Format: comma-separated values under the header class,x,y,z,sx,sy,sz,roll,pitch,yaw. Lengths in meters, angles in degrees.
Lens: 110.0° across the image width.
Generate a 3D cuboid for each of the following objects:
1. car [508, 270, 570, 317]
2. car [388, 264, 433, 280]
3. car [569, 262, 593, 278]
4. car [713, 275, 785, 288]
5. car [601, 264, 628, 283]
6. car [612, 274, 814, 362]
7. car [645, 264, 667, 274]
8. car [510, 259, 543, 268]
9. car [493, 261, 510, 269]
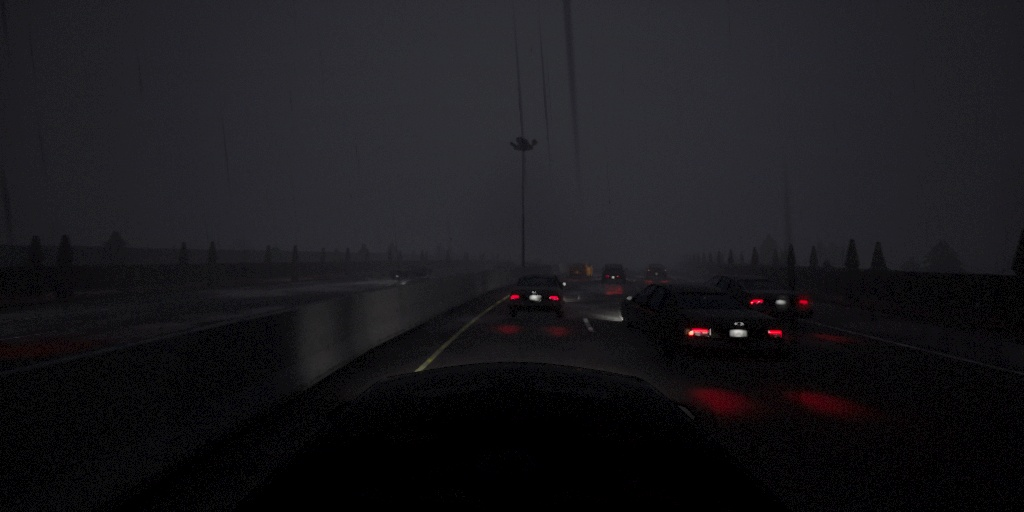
class,x,y,z,sx,sy,sz,roll,pitch,yaw
car,1.025,1.343,13.516,2.033,1.411,5.357,0,0,8
car,-9.170,1.419,32.692,1.895,1.301,4.718,0,0,17
car,6.967,1.377,36.005,1.882,1.535,5.008,0,0,20
car,7.953,1.370,12.619,2.033,1.411,5.357,0,0,8
car,8.459,1.389,29.660,1.837,1.490,4.892,0,0,18
car,3.971,1.338,8.441,2.033,1.411,5.357,0,0,5
car,14.040,1.453,35.043,1.812,1.442,4.674,0,0,20
car,1.959,1.395,43.341,2.128,1.511,4.902,0,0,21
car,-0.830,1.407,45.875,1.837,1.490,4.892,0,-1,21
